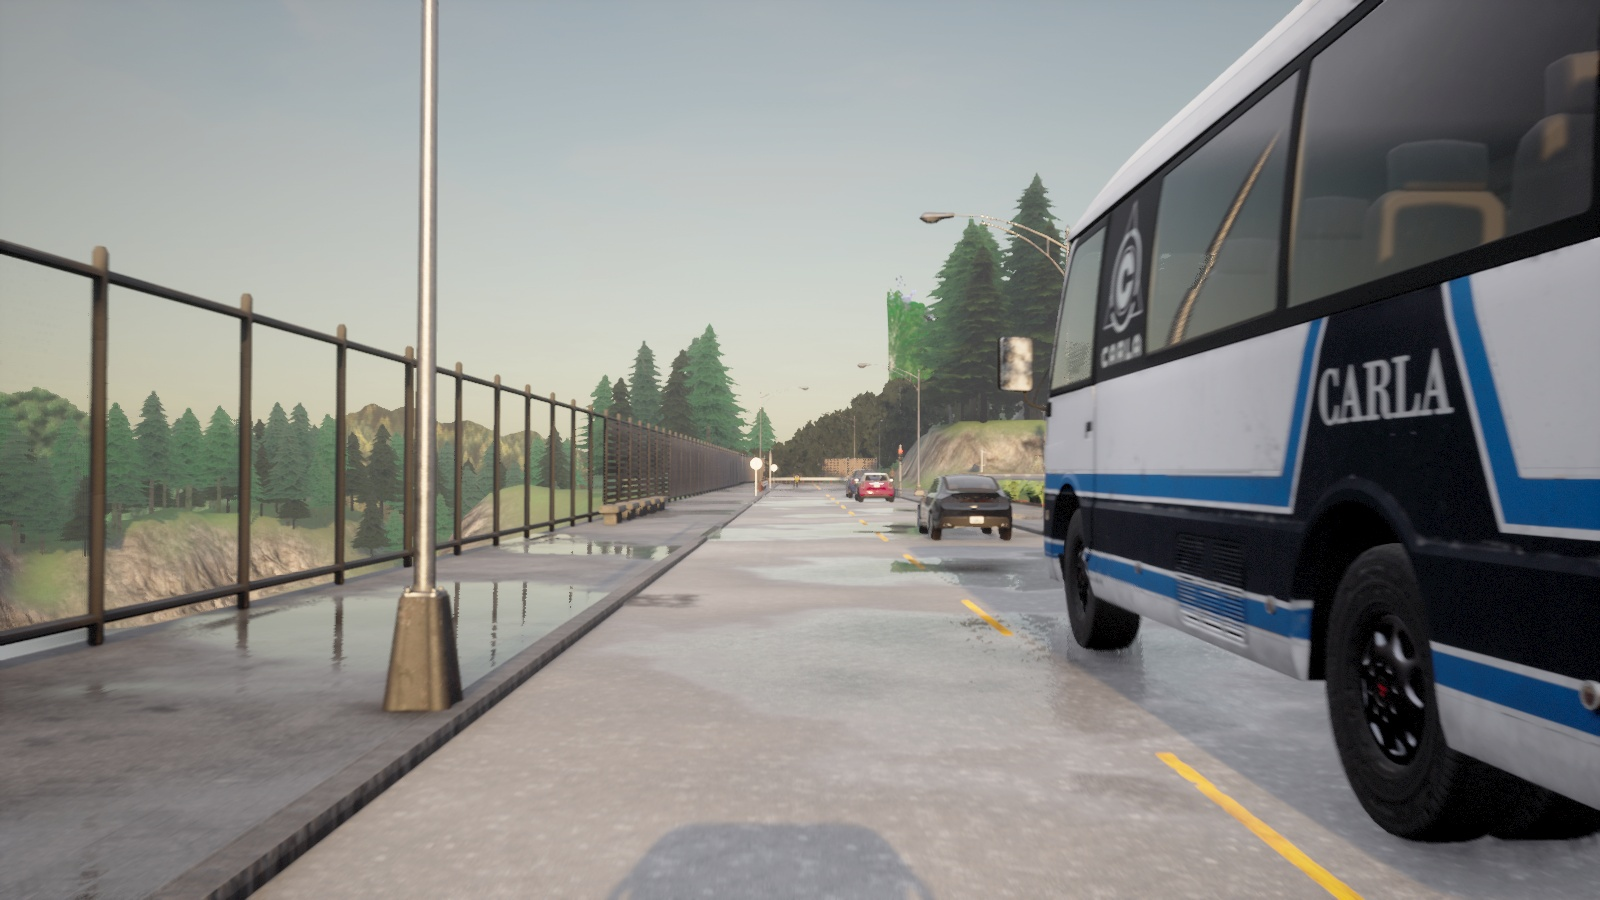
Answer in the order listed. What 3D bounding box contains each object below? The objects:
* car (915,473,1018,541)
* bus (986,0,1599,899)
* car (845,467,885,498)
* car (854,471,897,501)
[{"bbox_3d":[3.926,1.313,30.428,1.837,1.490,4.892,0,-1,0],"label":"car"},{"bbox_3d":[3.975,-0.441,8.198,3.944,4.253,10.273,0,-1,0],"label":"bus"},{"bbox_3d":[3.830,1.901,74.243,2.097,1.767,4.553,0,-1,0],"label":"car"},{"bbox_3d":[3.850,1.852,64.962,1.970,1.475,3.806,0,-1,0],"label":"car"}]
